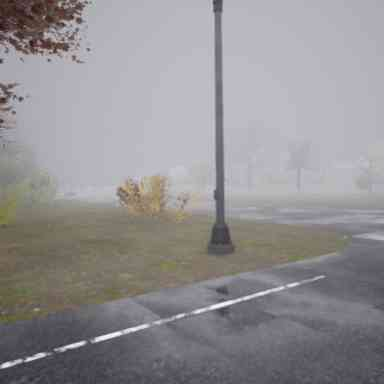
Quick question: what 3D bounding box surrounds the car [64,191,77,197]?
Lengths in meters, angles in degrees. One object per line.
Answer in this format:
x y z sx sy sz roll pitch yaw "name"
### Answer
-26.649 0.386 72.874 2.033 1.411 5.357 -2 2 -31 "car"
